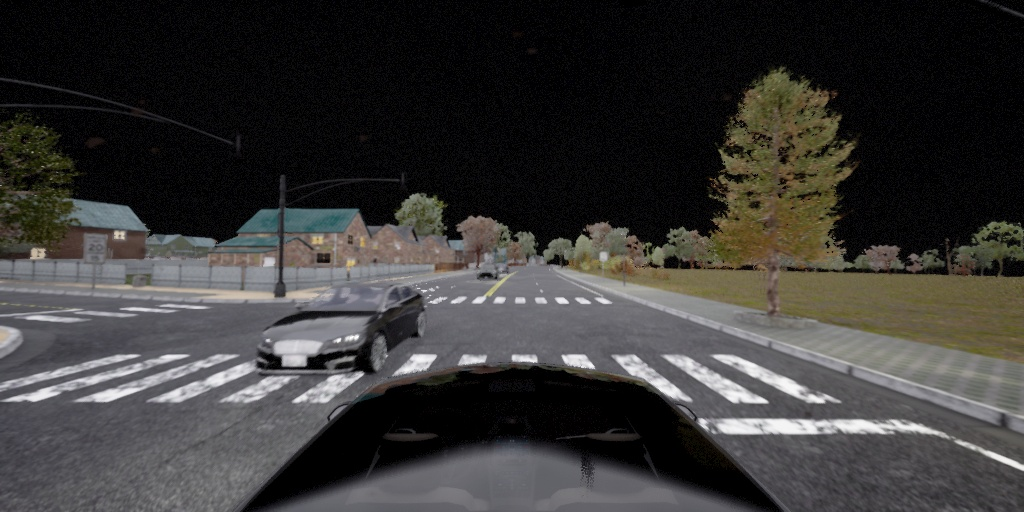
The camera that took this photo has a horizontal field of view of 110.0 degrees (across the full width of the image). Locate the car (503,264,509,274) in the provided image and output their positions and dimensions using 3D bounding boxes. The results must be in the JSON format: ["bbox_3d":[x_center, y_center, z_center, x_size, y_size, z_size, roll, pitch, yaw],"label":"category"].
[{"bbox_3d":[-1.475,2.016,56.591,2.128,1.511,4.902,0,-1,4],"label":"car"}]

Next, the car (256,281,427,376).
[{"bbox_3d":[-3.209,1.325,7.779,2.128,1.511,4.902,0,-1,0],"label":"car"}]

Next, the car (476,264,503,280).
[{"bbox_3d":[-2.457,1.595,37.628,2.097,1.767,4.553,0,-1,2],"label":"car"}]
